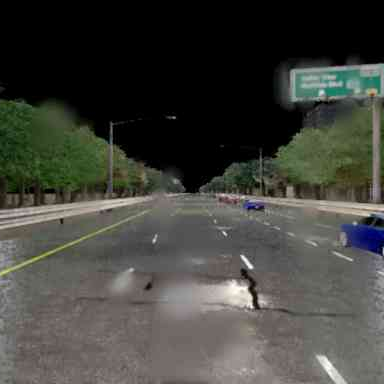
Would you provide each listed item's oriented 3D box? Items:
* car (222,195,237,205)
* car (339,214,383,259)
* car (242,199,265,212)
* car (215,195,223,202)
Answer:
[{"bbox_3d":[7.071,1.517,60.475,1.812,1.442,4.674,0,0,0],"label":"car"},{"bbox_3d":[7.010,1.494,11.751,1.882,1.535,5.008,0,0,0],"label":"car"},{"bbox_3d":[7.043,1.488,38.415,1.882,1.535,5.008,0,0,0],"label":"car"},{"bbox_3d":[7.093,1.474,76.457,1.882,1.535,5.008,0,0,0],"label":"car"}]
